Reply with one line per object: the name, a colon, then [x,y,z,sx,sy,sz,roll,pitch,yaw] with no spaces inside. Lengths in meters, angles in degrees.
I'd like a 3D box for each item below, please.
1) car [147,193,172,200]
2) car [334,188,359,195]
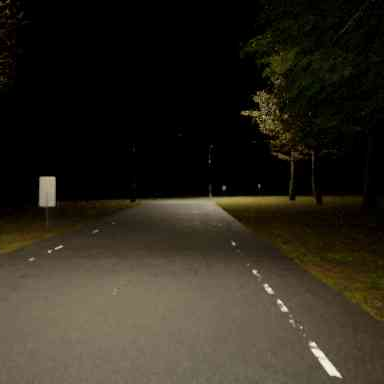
car: [-6.067,0.776,63.011,4.718,1.301,1.895,0,0,0]
car: [32.734,-0.073,70.629,5.008,1.535,1.882,-1,-1,-1]
